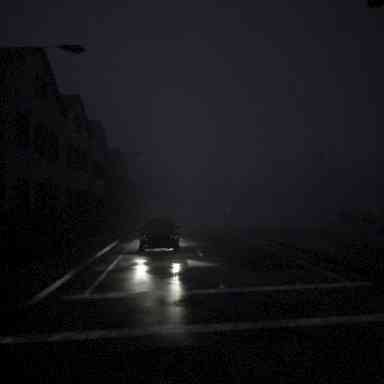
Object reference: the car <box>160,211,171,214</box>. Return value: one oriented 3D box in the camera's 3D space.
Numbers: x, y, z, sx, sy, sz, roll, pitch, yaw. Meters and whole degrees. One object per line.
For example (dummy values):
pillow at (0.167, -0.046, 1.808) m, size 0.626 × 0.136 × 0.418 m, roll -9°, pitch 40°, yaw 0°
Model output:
car at (-2.396, 2.595, 27.888) m, size 2.128 × 1.511 × 4.902 m, roll -1°, pitch -2°, yaw -4°

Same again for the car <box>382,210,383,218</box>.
car at (25.785, 2.500, 41.251) m, size 2.152 × 1.636 × 5.027 m, roll -1°, pitch -2°, yaw -4°

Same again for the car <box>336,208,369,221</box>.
car at (19.412, 2.657, 40.444) m, size 1.970 × 1.475 × 3.806 m, roll -1°, pitch -2°, yaw -4°

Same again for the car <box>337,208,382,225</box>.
car at (16.286, 2.481, 33.143) m, size 2.007 × 1.523 × 4.514 m, roll -1°, pitch -2°, yaw -4°

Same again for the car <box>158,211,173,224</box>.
car at (-3.402, 3.263, 43.132) m, size 1.882 × 1.535 × 5.008 m, roll -1°, pitch -2°, yaw -4°

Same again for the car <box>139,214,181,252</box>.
car at (-1.662, 2.149, 17.545) m, size 1.882 × 1.535 × 5.008 m, roll -1°, pitch -2°, yaw -4°
